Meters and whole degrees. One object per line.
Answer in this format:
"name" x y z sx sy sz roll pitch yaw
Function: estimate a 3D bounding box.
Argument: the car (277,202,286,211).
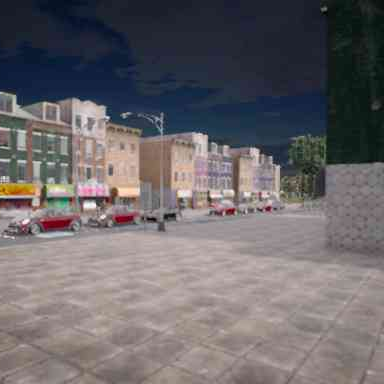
"car" 13.130 2.259 51.458 1.947 1.339 4.313 0 -1 35

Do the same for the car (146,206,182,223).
"car" -2.645 1.938 29.333 1.947 1.339 4.313 0 -1 35

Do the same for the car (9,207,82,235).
"car" -8.954 1.689 20.485 1.967 1.590 4.097 0 -1 35

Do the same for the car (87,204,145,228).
"car" -5.799 1.750 24.910 1.967 1.590 4.097 0 -1 35

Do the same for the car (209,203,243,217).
"car" 3.665 2.044 38.183 1.887 1.381 4.507 0 -1 35

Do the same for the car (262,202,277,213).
"car" 9.975 2.173 47.033 1.887 1.381 4.507 0 -1 35

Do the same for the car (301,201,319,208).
"car" 22.595 2.443 64.732 2.008 1.369 4.403 0 -1 35

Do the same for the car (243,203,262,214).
"car" 6.820 2.114 42.608 2.008 1.369 4.403 0 -1 35

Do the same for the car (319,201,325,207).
"car" 25.749 2.526 69.157 1.947 1.339 4.313 0 -1 35

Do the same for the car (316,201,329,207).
"car" 28.904 2.610 73.582 1.802 1.307 4.206 0 -1 35
